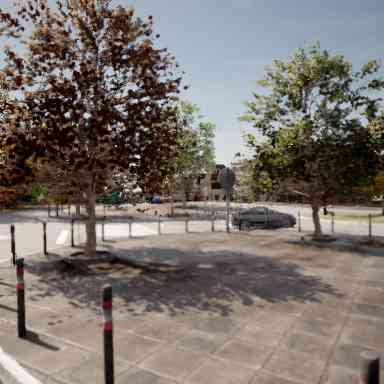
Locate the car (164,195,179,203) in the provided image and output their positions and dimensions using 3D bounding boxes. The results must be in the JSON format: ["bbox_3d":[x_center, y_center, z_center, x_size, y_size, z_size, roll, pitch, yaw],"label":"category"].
[{"bbox_3d":[-6.845,1.668,80.761,5.566,2.045,2.435,0,-1,-19],"label":"car"}]

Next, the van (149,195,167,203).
[{"bbox_3d":[-8.918,1.860,86.594,4.442,1.987,1.878,0,-2,-19],"label":"van"}]

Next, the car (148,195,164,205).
[{"bbox_3d":[-7.182,1.694,66.408,1.882,1.535,5.008,0,-1,-2],"label":"car"}]

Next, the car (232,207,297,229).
[{"bbox_3d":[4.739,1.664,22.010,4.181,1.385,1.994,-1,0,-4],"label":"car"}]

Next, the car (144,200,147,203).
[{"bbox_3d":[-9.496,1.806,76.487,1.882,1.535,5.008,0,-1,-19],"label":"car"}]

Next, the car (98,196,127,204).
[{"bbox_3d":[-17.166,1.615,73.217,5.566,2.045,2.435,0,-1,-19],"label":"car"}]
